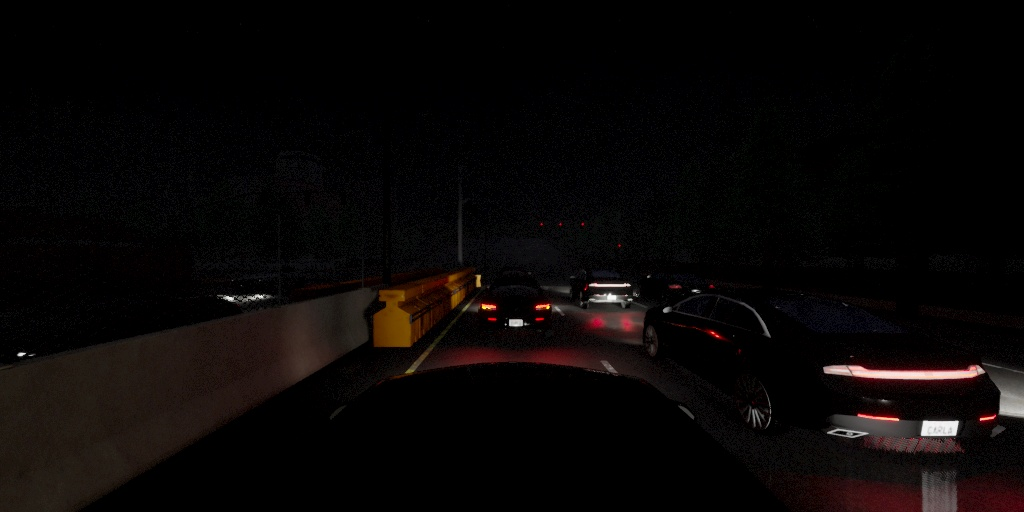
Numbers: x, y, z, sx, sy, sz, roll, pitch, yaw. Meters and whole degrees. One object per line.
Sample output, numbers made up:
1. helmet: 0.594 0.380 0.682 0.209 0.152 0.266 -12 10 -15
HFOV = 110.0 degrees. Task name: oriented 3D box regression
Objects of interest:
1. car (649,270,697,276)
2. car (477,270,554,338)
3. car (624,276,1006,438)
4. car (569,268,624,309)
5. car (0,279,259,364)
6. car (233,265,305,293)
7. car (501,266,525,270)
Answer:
1. car: 7.070 1.314 15.831 1.994 1.385 4.181 0 0 0
2. car: 0.078 1.276 10.037 1.812 1.442 4.674 0 0 0
3. car: 3.596 1.242 5.452 2.128 1.511 4.902 0 0 0
4. car: 3.560 1.242 14.972 2.128 1.511 4.902 0 0 2
5. car: -7.103 1.314 6.492 1.994 1.385 4.181 0 0 0
6. car: -14.062 1.275 20.989 1.812 1.442 4.674 0 0 0
7. car: 0.061 1.276 19.102 1.812 1.442 4.674 0 0 0
